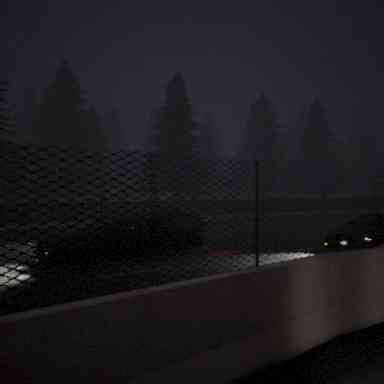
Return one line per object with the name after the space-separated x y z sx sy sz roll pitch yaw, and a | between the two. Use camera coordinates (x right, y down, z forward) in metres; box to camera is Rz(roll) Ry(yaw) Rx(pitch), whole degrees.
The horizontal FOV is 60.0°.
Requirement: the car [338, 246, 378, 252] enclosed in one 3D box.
6.746 1.485 11.861 4.181 1.385 1.994 0 0 -28 | car
